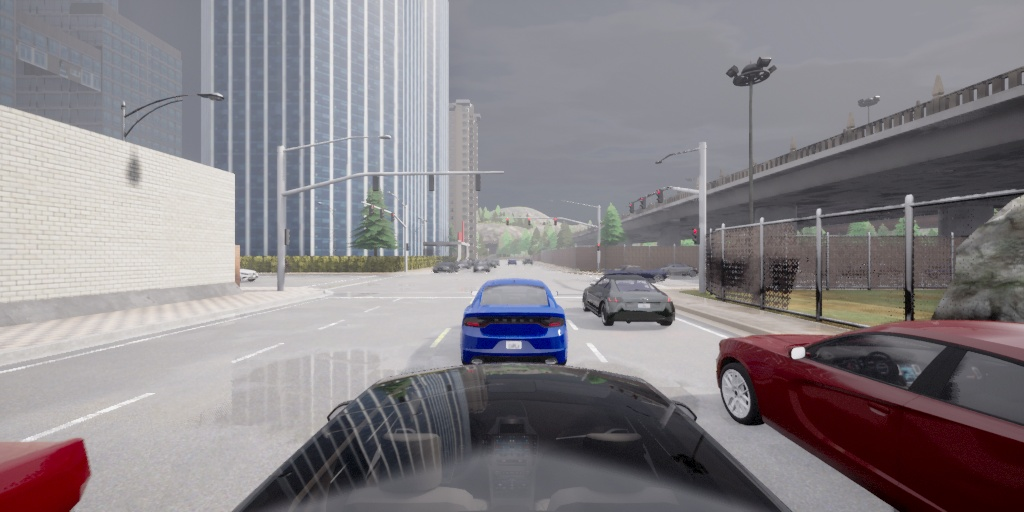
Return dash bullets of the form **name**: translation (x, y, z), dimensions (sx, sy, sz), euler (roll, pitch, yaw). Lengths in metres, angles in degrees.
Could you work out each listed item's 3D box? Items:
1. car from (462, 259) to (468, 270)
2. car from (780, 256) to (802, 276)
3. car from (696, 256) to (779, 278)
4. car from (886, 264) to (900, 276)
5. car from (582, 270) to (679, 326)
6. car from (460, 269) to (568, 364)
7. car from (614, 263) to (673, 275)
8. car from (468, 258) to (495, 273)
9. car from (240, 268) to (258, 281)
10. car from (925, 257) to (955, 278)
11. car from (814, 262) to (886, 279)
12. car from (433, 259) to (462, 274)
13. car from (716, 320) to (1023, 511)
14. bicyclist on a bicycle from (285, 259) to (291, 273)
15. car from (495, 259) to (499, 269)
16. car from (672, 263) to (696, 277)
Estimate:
- **car**: translation (-7.076, 1.247, 52.574), dimensions (2.128, 1.511, 4.902), euler (0, 0, 0)
- **car**: translation (25.383, 1.030, 35.473), dimensions (5.566, 2.045, 2.150), euler (0, 0, -1)
- **car**: translation (20.004, 1.030, 31.956), dimensions (5.566, 2.045, 2.150), euler (0, 0, 0)
- **car**: translation (35.561, 1.335, 35.471), dimensions (4.674, 1.442, 1.812), euler (0, 0, 0)
- **car**: translation (3.577, 1.315, 11.687), dimensions (1.994, 1.385, 4.181), euler (0, 0, 0)
- **car**: translation (0.055, 1.228, 8.028), dimensions (1.882, 1.535, 5.008), euler (0, 0, 1)
- **car**: translation (9.690, 1.398, 28.189), dimensions (4.718, 1.301, 1.895), euler (1, 0, 4)
- **car**: translation (-3.585, 1.250, 43.022), dimensions (2.128, 1.511, 4.902), euler (0, 0, 0)
- **car**: translation (-22.630, 1.334, 28.201), dimensions (4.674, 1.442, 1.812), euler (0, 0, 0)
- **car**: translation (40.481, 1.030, 31.975), dimensions (5.566, 2.045, 2.150), euler (0, 0, 0)
- **car**: translation (29.773, 1.409, 31.972), dimensions (4.718, 1.301, 1.895), euler (0, 0, 0)
- **car**: translation (-7.639, 1.331, 41.545), dimensions (1.994, 1.385, 4.181), euler (0, 0, 9)
- **car**: translation (3.602, 1.228, 2.694), dimensions (1.882, 1.535, 5.008), euler (0, 0, 0)
- **bicyclist on a bicycle**: translation (-25.289, 1.110, 40.159), dimensions (0.582, 1.620, 1.656), euler (0, 0, 0)
- **car**: translation (-3.567, 1.109, 57.405), dimensions (2.097, 1.767, 4.553), euler (0, 0, 0)
- **car**: translation (16.026, 1.373, 35.452), dimensions (4.181, 1.385, 1.994), euler (0, 0, 0)
